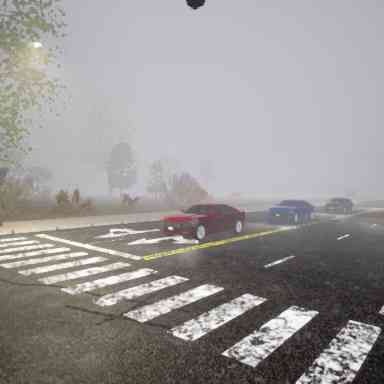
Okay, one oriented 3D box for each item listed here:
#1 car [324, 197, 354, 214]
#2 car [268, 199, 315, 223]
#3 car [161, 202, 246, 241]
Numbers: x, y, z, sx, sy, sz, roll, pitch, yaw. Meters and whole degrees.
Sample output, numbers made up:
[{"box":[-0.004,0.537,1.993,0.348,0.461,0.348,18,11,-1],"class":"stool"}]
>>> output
[{"box":[14.661,1.302,33.117,1.837,1.490,4.892,2,2,39],"class":"car"},{"box":[7.195,1.257,23.828,1.882,1.535,5.008,2,1,38],"class":"car"},{"box":[0.682,1.240,15.714,1.882,1.535,5.008,2,1,39],"class":"car"}]
